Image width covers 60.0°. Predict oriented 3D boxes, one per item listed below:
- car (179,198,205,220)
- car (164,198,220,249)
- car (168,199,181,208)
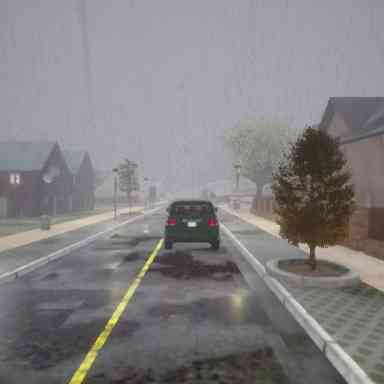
[{"bbox_3d":[0.000,1.425,29.631,2.097,1.767,4.553,0,0,0],"label":"car"},{"bbox_3d":[0.000,1.274,14.685,2.150,2.045,5.566,0,0,0],"label":"car"},{"bbox_3d":[-2.749,1.844,53.077,1.895,1.301,4.718,0,0,0],"label":"car"}]
